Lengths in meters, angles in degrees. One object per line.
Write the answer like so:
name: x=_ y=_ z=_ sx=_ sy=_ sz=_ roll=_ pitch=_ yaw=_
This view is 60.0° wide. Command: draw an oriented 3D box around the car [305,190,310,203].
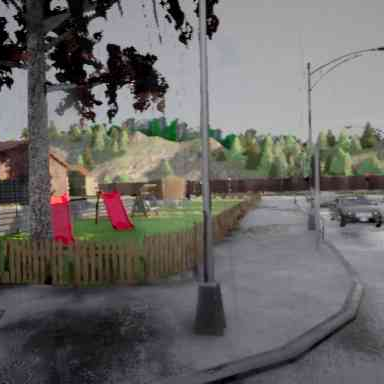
car: x=13.682 y=0.455 z=37.242 sx=2.033 sy=1.411 sz=5.357 roll=-1 pitch=1 yaw=15

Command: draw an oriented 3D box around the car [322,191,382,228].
car: x=8.443 y=0.919 z=17.522 sx=2.128 sy=1.511 sz=4.902 roll=-1 pitch=1 yaw=15

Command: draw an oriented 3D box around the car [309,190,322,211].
car: x=10.993 y=0.698 z=27.220 sx=1.812 sy=1.442 sz=4.674 roll=-1 pitch=1 yaw=15
